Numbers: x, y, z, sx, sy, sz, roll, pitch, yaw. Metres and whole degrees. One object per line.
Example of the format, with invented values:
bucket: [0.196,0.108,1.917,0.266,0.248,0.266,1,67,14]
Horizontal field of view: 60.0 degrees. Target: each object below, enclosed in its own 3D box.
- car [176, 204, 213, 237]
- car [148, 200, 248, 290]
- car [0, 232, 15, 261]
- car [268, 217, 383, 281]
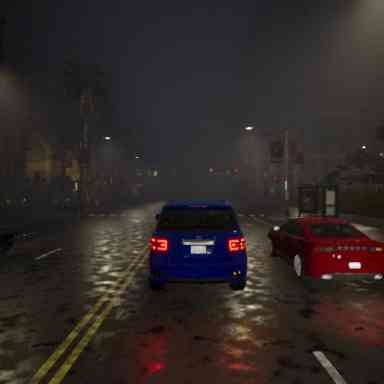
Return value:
car: [0.141,1.505,19.044,1.837,1.490,4.892,0,0,0]
car: [0.119,1.221,9.182,2.150,2.045,5.566,0,0,0]
car: [-7.059,1.601,9.233,1.895,1.301,4.718,0,0,0]
car: [3.630,1.478,9.901,1.882,1.535,5.008,0,0,0]
